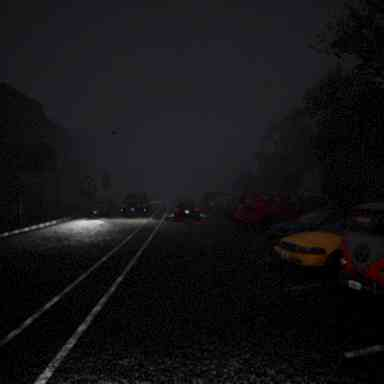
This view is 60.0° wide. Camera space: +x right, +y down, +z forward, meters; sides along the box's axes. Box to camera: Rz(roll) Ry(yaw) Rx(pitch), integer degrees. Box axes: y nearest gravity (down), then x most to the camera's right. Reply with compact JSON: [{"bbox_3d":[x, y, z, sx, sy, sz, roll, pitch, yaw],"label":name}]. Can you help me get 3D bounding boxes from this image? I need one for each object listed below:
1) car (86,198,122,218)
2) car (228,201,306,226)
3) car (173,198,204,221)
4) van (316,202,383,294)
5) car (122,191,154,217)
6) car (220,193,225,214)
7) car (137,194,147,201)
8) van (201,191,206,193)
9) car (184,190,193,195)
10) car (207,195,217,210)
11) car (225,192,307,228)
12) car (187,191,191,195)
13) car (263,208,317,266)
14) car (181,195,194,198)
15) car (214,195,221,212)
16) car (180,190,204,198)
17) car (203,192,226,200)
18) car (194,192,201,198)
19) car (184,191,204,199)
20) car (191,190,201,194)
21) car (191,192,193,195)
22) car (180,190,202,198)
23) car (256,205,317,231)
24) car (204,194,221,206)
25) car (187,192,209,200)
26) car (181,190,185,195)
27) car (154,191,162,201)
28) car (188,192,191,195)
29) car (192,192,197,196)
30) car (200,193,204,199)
[{"bbox_3d":[-7.680,1.315,28.493,2.128,1.511,4.902,0,0,-2],"label":"car"},{"bbox_3d":[4.955,1.375,21.983,4.674,1.452,2.002,1,1,-22],"label":"car"},{"bbox_3d":[-0.426,1.394,25.832,1.994,1.385,4.181,0,0,-2],"label":"car"},{"bbox_3d":[5.161,1.205,7.089,4.442,1.987,1.878,1,1,-21],"label":"van"},{"bbox_3d":[-4.928,1.036,29.801,2.150,2.045,5.566,0,0,-2],"label":"car"},{"bbox_3d":[4.822,1.192,24.947,4.553,1.767,2.185,1,0,-22],"label":"car"},{"bbox_3d":[-10.404,1.169,69.587,1.812,1.442,4.674,0,1,-6],"label":"car"},{"bbox_3d":[3.936,1.002,45.779,4.442,1.987,1.878,1,0,-24],"label":"van"},{"bbox_3d":[1.977,0.880,69.440,5.566,2.045,2.435,0,0,-26],"label":"car"},{"bbox_3d":[4.455,1.302,33.848,4.792,1.488,2.163,1,1,-23],"label":"car"},{"bbox_3d":[5.067,1.101,19.028,5.566,2.045,2.435,1,0,-22],"label":"car"},{"bbox_3d":[2.234,1.158,66.462,4.892,1.521,2.231,0,1,-25],"label":"car"},{"bbox_3d":[5.054,1.406,10.037,5.366,1.575,1.946,1,1,-21],"label":"car"},{"bbox_3d":[-1.180,1.361,41.715,1.895,1.301,4.718,0,0,-3],"label":"car"},{"bbox_3d":[4.751,1.303,27.920,4.892,1.521,2.231,1,1,-23],"label":"car"},{"bbox_3d":[0.020,0.514,87.139,5.566,2.045,2.435,0,2,-27],"label":"car"},{"bbox_3d":[4.149,1.122,39.788,4.553,1.767,2.185,1,0,-23],"label":"car"},{"bbox_3d":[3.436,1.208,51.651,5.008,1.535,2.097,1,0,-24],"label":"car"},{"bbox_3d":[0.418,0.723,84.224,4.553,1.767,2.185,0,2,-27],"label":"car"},{"bbox_3d":[2.771,1.057,60.550,4.553,1.767,2.185,1,0,-25],"label":"car"},{"bbox_3d":[3.150,1.189,57.660,5.366,1.575,1.946,1,0,-25],"label":"car"},{"bbox_3d":[-0.291,0.431,90.124,5.566,2.045,2.435,0,1,-27],"label":"car"},{"bbox_3d":[5.177,1.430,13.075,4.674,1.452,2.002,1,1,-21],"label":"car"},{"bbox_3d":[4.331,1.260,36.829,5.008,1.535,2.097,1,0,-23],"label":"car"},{"bbox_3d":[1.335,0.923,75.331,4.553,1.767,2.185,0,1,-26],"label":"car"},{"bbox_3d":[1.029,0.741,78.282,5.566,2.045,2.435,0,2,-26],"label":"car"},{"bbox_3d":[-7.658,0.849,70.260,2.150,2.045,5.566,0,1,-6],"label":"car"},{"bbox_3d":[2.484,1.172,63.504,5.008,1.535,2.097,1,0,-25],"label":"car"},{"bbox_3d":[3.203,1.199,54.620,5.008,1.535,2.097,1,0,-24],"label":"car"},{"bbox_3d":[4.018,1.237,42.758,5.008,1.535,2.097,1,0,-24],"label":"car"}]
